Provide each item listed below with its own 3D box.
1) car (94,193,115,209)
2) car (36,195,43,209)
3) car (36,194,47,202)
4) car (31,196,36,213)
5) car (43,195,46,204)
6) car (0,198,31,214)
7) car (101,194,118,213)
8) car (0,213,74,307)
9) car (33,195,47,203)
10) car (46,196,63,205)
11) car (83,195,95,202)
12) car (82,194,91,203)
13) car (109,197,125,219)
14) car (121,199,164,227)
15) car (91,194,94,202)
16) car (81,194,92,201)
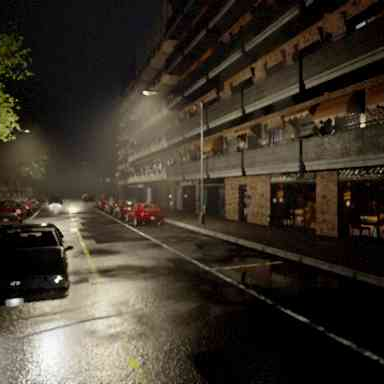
[{"bbox_3d":[-9.366,1.077,37.343,2.192,1.841,5.009,-1,1,-22],"label":"car"},{"bbox_3d":[-19.229,1.348,39.488,2.008,1.369,4.403,-1,1,-22],"label":"car"},{"bbox_3d":[-29.549,1.197,65.497,1.752,1.417,4.829,-1,0,-22],"label":"car"},{"bbox_3d":[-15.078,1.293,29.019,1.967,1.590,4.097,-1,1,-22],"label":"car"},{"bbox_3d":[-25.396,1.245,55.030,1.752,1.417,4.829,-1,1,-22],"label":"car"},{"bbox_3d":[-13.002,1.320,23.788,1.967,1.590,4.097,-1,1,-22],"label":"car"},{"bbox_3d":[-7.288,1.230,32.111,1.967,1.590,4.097,-1,1,-22],"label":"car"},{"bbox_3d":[-4.038,1.501,8.229,2.033,1.411,5.357,0,0,-22],"label":"car"},{"bbox_3d":[-27.535,1.245,60.422,2.008,1.369,4.403,-1,1,-22],"label":"car"},{"bbox_3d":[-20.818,1.288,50.787,1.994,1.385,4.181,0,0,-22],"label":"car"},{"bbox_3d":[-19.745,1.197,63.513,1.947,1.339,4.313,-1,0,-22],"label":"car"},{"bbox_3d":[-17.670,1.096,58.278,1.967,1.590,4.097,-1,1,-22],"label":"car"},{"bbox_3d":[-5.212,1.362,26.879,1.887,1.381,4.507,-1,1,-22],"label":"car"},{"bbox_3d":[-3.135,1.390,21.646,1.887,1.381,4.507,-1,1,-22],"label":"car"},{"bbox_3d":[-11.441,1.174,42.578,1.967,1.590,4.097,-1,1,-22],"label":"car"},{"bbox_3d":[-21.886,1.133,68.904,1.752,1.417,4.829,-1,0,-22],"label":"car"}]
